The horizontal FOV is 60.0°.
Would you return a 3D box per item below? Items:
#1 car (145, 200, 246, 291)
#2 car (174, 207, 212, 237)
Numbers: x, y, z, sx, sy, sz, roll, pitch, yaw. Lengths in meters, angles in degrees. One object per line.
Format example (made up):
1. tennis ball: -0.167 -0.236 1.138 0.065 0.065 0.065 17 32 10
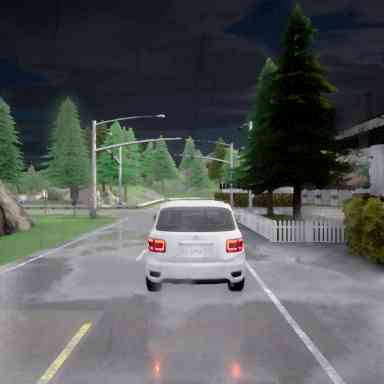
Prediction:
1. car: 0.064 1.221 9.132 2.150 2.045 5.566 0 0 0
2. car: 0.017 1.601 18.897 1.895 1.301 4.718 0 0 0
